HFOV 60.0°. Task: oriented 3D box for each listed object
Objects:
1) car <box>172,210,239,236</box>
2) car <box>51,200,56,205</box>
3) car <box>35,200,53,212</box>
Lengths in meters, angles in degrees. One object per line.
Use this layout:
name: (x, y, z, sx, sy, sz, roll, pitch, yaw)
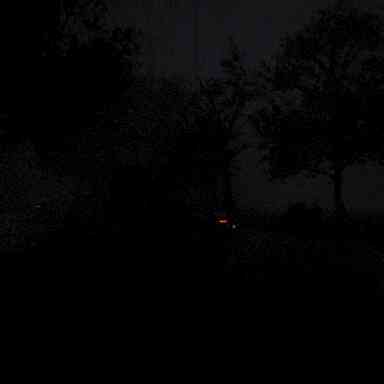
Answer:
car: (0.773, 1.849, 20.765, 4.674, 1.442, 1.812, -2, -2, 44)
car: (-36.390, 2.731, 86.139, 1.994, 1.385, 4.181, 0, 2, -23)
car: (-26.708, 2.725, 59.236, 2.128, 1.511, 4.902, -2, 0, -17)
